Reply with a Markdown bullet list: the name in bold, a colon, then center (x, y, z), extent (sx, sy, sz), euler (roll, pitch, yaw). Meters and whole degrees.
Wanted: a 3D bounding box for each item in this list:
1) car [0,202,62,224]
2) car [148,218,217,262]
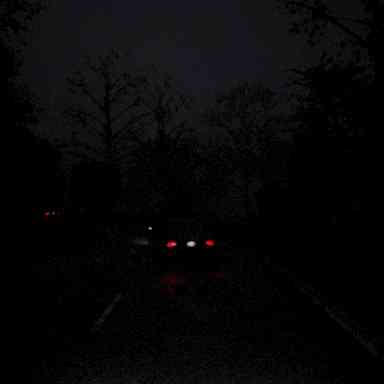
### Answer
- **car**: center (-12.092, 1.444, 23.678), extent (5.357, 1.411, 2.033), euler (2, -2, 11)
- **car**: center (-0.570, 1.697, 12.789), extent (2.033, 1.411, 5.357), euler (1, -1, -13)
